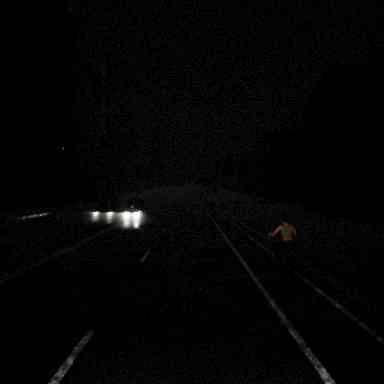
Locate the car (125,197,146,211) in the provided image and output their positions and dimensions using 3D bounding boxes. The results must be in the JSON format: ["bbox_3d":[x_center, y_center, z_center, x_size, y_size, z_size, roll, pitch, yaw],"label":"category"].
[{"bbox_3d":[-6.495,1.354,38.679,2.128,1.511,4.902,0,0,0],"label":"car"}]

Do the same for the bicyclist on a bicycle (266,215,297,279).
[{"bbox_3d":[2.508,1.428,9.079,0.866,1.612,1.509,0,0,0],"label":"bicyclist on a bicycle"}]

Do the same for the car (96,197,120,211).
[{"bbox_3d":[-9.742,1.347,39.043,1.882,1.535,5.008,0,0,0],"label":"car"}]

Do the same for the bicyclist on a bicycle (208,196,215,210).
[{"bbox_3d":[2.284,1.300,38.222,0.866,1.612,1.509,0,0,0],"label":"bicyclist on a bicycle"}]

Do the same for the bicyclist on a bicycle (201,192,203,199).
[{"bbox_3d":[2.274,0.839,74.108,0.582,1.620,1.656,0,1,0],"label":"bicyclist on a bicycle"}]
